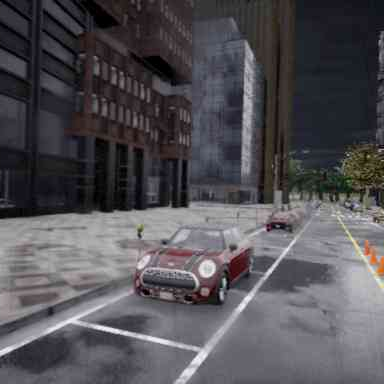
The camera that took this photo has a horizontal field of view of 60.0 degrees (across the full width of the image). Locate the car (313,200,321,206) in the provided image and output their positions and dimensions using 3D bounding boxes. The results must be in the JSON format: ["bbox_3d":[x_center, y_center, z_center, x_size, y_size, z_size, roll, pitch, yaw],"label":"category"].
[{"bbox_3d":[26.673,2.862,73.436,2.192,1.841,5.009,1,-1,22],"label":"car"}]

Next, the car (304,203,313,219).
[{"bbox_3d":[12.380,2.339,38.197,2.008,1.369,4.403,1,-1,22],"label":"car"}]

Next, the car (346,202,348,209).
[{"bbox_3d":[36.700,3.470,75.496,1.947,1.339,4.313,1,-1,22],"label":"car"}]

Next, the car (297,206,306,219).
[{"bbox_3d":[8.339,2.143,28.232,1.802,1.307,4.206,1,-1,22],"label":"car"}]

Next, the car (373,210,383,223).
[{"bbox_3d":[20.406,2.571,35.310,1.752,1.417,4.829,1,-1,22],"label":"car"}]

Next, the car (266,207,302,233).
[{"bbox_3d":[6.320,1.990,23.250,1.887,1.381,4.507,1,-1,22],"label":"car"}]

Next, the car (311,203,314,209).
[{"bbox_3d":[14.400,2.465,43.181,1.947,1.339,4.313,1,-1,22],"label":"car"}]

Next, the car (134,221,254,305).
[{"bbox_3d":[0.262,1.531,8.302,1.967,1.590,4.097,1,-1,22],"label":"car"}]

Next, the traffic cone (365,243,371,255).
[{"bbox_3d":[6.716,2.314,12.293,0.340,0.580,0.340,2,-1,22],"label":"traffic cone"}]

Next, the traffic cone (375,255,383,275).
[{"bbox_3d":[5.964,2.270,10.440,0.340,0.580,0.340,2,-1,22],"label":"traffic cone"}]

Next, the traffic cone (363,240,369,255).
[{"bbox_3d":[7.467,2.358,14.146,0.340,0.580,0.340,2,-1,22],"label":"traffic cone"}]

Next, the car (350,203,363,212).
[{"bbox_3d":[32.497,3.217,65.129,1.752,1.417,4.829,1,-1,22],"label":"car"}]

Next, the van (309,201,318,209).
[{"bbox_3d":[28.807,2.995,78.698,1.690,1.788,3.998,1,-1,22],"label":"van"}]

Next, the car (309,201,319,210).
[{"bbox_3d":[24.533,3.020,68.170,1.802,1.307,4.206,1,-1,22],"label":"car"}]

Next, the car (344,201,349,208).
[{"bbox_3d":[41.033,3.642,86.179,1.752,1.417,4.829,1,-1,22],"label":"car"}]

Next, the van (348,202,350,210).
[{"bbox_3d":[34.571,3.138,70.237,1.690,1.788,3.998,1,-1,22],"label":"van"}]
